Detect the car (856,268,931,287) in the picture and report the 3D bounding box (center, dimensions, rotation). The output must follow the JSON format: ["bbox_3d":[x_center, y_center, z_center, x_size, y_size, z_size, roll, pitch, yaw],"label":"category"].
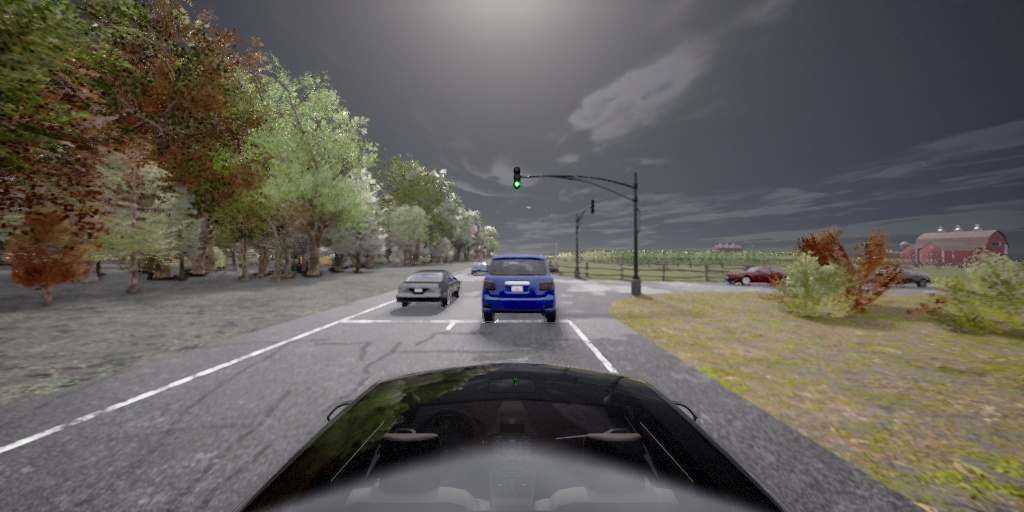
[{"bbox_3d":[29.391,1.631,27.658,4.674,1.442,1.812,1,-1,0],"label":"car"}]

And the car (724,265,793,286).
[{"bbox_3d":[19.118,1.470,27.711,5.008,1.535,1.882,1,-1,0],"label":"car"}]

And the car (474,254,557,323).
[{"bbox_3d":[0.364,0.966,12.254,2.150,2.045,5.566,0,0,5],"label":"car"}]

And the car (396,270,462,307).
[{"bbox_3d":[-3.396,1.289,15.513,2.033,1.411,5.357,0,0,0],"label":"car"}]

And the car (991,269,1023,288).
[{"bbox_3d":[39.792,1.711,27.603,4.902,1.511,2.128,1,-1,0],"label":"car"}]

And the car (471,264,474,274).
[{"bbox_3d":[-3.396,1.270,39.643,2.033,1.411,5.357,0,0,0],"label":"car"}]
